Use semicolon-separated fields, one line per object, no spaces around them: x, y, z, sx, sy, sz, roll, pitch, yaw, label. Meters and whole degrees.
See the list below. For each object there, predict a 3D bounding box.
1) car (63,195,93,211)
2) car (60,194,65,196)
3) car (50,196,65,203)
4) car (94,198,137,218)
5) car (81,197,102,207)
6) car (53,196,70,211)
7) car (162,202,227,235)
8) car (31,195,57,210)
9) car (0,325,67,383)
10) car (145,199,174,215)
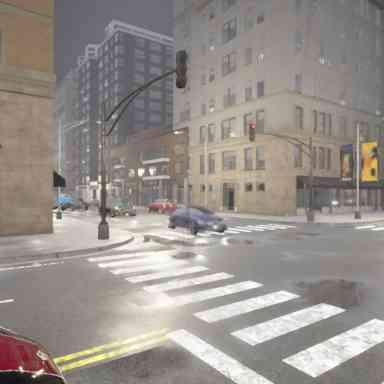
-13.825;1.468;39.754;1.837;1.490;4.892;0;0;-35;car
-20.833;1.451;49.796;2.128;1.511;4.902;0;0;-35;car
-28.333;1.560;69.863;1.947;1.339;4.313;0;0;-35;car
-6.704;1.320;29.644;2.097;1.767;4.553;0;0;-35;car
-15.868;1.506;52.168;1.752;1.417;4.829;0;0;-35;car
-16.051;1.519;38.494;1.947;1.339;4.313;0;0;-35;car
0.151;1.507;18.827;1.812;1.442;4.674;0;0;-27;car
-19.190;1.267;42.953;2.192;1.841;5.009;0;0;-35;car
-2.844;1.352;1.441;4.553;1.767;2.097;0;0;-36;car
-3.207;1.426;34.196;1.967;1.590;4.097;0;0;-35;car
